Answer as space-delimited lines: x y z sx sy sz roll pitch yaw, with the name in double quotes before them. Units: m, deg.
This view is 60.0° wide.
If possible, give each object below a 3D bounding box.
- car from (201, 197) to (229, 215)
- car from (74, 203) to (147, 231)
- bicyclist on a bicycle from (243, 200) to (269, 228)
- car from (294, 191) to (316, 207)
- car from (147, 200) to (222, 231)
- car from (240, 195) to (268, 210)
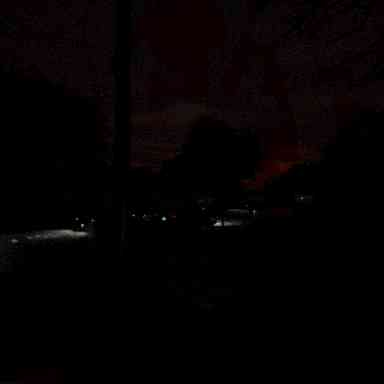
"car" 1.426 1.198 27.600 1.812 1.442 4.674 1 2 34
"car" -4.198 1.344 19.727 2.033 1.411 5.357 2 2 37
"bicyclist on a bicycle" 3.764 1.299 19.648 1.656 1.620 0.582 -1 0 36
"car" 15.306 0.859 44.866 2.150 2.045 5.566 1 0 27
"car" -0.309 1.401 19.561 1.994 1.385 4.181 2 2 37
"car" 6.822 1.097 36.061 1.812 1.442 4.674 1 1 31
